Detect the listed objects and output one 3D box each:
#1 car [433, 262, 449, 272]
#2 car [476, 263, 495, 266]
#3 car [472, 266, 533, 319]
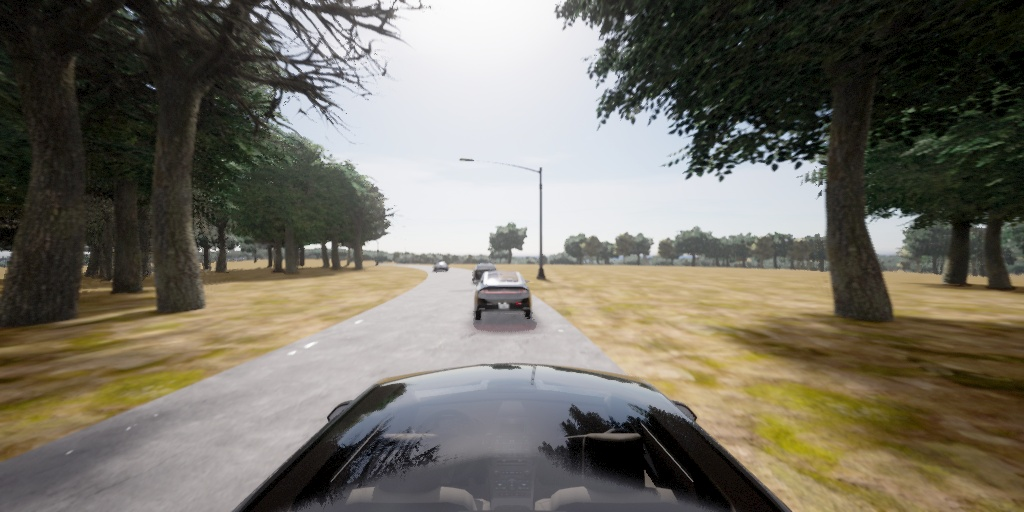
[{"bbox_3d":[-9.867,1.525,49.869,1.994,1.385,4.181,0,0,-15],"label":"car"},{"bbox_3d":[-2.227,1.334,29.660,1.882,1.535,5.008,0,0,-8],"label":"car"},{"bbox_3d":[-0.383,1.283,13.002,2.128,1.511,4.902,0,0,-4],"label":"car"}]
